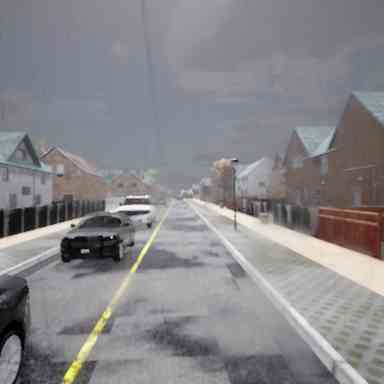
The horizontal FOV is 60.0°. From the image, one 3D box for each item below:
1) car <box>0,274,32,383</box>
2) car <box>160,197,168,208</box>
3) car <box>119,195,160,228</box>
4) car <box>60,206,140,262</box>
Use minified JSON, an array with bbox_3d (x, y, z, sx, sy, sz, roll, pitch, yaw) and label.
[{"bbox_3d":[-2.896,1.496,2.272,1.882,1.535,5.008,0,0,-3],"label":"car"},{"bbox_3d":[-4.622,1.530,49.868,1.837,1.490,4.892,0,0,-2],"label":"car"},{"bbox_3d":[-3.682,1.255,22.947,2.150,2.045,5.566,0,0,-2],"label":"car"},{"bbox_3d":[-3.289,1.498,12.435,1.882,1.535,5.008,0,0,-2],"label":"car"}]
